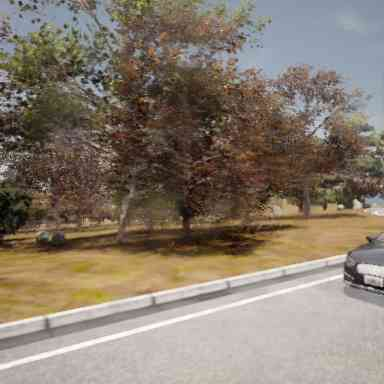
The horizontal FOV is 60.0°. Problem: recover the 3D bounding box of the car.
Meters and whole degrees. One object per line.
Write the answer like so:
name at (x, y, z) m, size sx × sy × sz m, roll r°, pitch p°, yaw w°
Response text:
car at (5.566, 1.480, 7.952) m, size 4.902 × 1.511 × 2.128 m, roll 0°, pitch 0°, yaw -35°
